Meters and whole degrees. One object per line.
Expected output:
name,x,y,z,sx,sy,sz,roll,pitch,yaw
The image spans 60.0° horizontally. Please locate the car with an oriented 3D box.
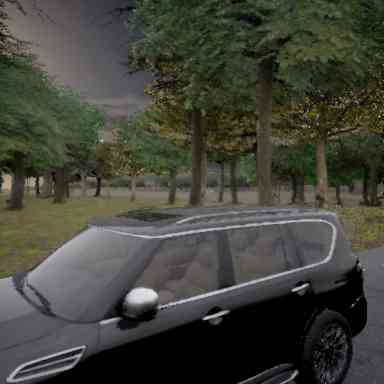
car,-0.314,1.220,3.645,5.566,2.045,2.150,0,0,-35
